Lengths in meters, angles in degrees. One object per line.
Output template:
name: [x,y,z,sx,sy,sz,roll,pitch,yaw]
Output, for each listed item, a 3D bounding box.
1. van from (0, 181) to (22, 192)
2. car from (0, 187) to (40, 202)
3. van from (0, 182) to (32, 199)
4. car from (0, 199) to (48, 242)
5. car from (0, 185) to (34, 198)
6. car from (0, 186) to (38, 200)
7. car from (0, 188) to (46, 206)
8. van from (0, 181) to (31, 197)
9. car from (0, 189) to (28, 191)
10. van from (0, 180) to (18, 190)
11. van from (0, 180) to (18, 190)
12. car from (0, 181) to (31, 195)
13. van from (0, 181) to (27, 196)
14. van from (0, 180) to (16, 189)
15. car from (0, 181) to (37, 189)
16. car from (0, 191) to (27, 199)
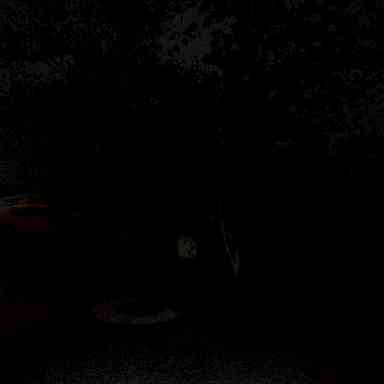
van: [-34.903,-1.092,63.078,4.442,1.987,1.878,1,1,-30]
car: [-19.566,0.238,36.788,4.792,1.488,2.163,1,2,-30]
van: [-22.405,-0.224,41.358,4.442,1.987,1.878,1,2,-31]
car: [-6.981,1.279,15.292,5.008,1.535,2.097,1,2,-30]
car: [-23.724,-0.096,43.821,5.008,1.535,2.097,1,1,-30]
car: [-20.902,0.134,39.062,4.792,1.488,2.163,1,2,-30]
car: [-16.749,0.474,31.879,4.792,1.488,2.163,1,2,-30]
van: [-25.024,-0.416,46.259,4.442,1.987,1.878,1,1,-30]
car: [-12.680,0.799,24.640,5.366,1.575,1.946,1,2,-30]
van: [-40.513,-1.475,72.626,4.442,1.987,1.878,1,1,-30]
van: [-41.852,-1.567,74.905,4.442,1.987,1.878,1,1,-30]
car: [-27.952,-0.635,50.959,5.566,2.045,2.435,1,1,-30]
van: [-26.627,-0.515,48.528,4.442,1.987,1.878,1,1,-30]
van: [-43.522,-1.671,77.289,4.442,1.987,1.878,1,1,-30]
car: [-15.289,0.314,29.513,5.566,2.045,2.435,1,2,-30]
car: [-8.347,1.034,17.694,4.553,1.767,2.185,1,2,-30]
